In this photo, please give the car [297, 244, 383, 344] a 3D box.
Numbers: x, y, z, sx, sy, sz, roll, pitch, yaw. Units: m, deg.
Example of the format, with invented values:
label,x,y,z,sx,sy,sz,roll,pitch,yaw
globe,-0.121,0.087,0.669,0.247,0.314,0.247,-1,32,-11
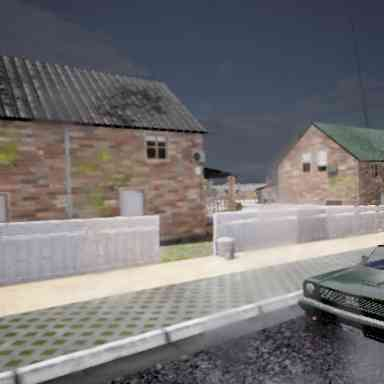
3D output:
label,x,y,z,sx,sy,sz,roll,pitch,yaw
car,4.026,1.596,5.848,4.718,1.301,1.895,0,0,-35
